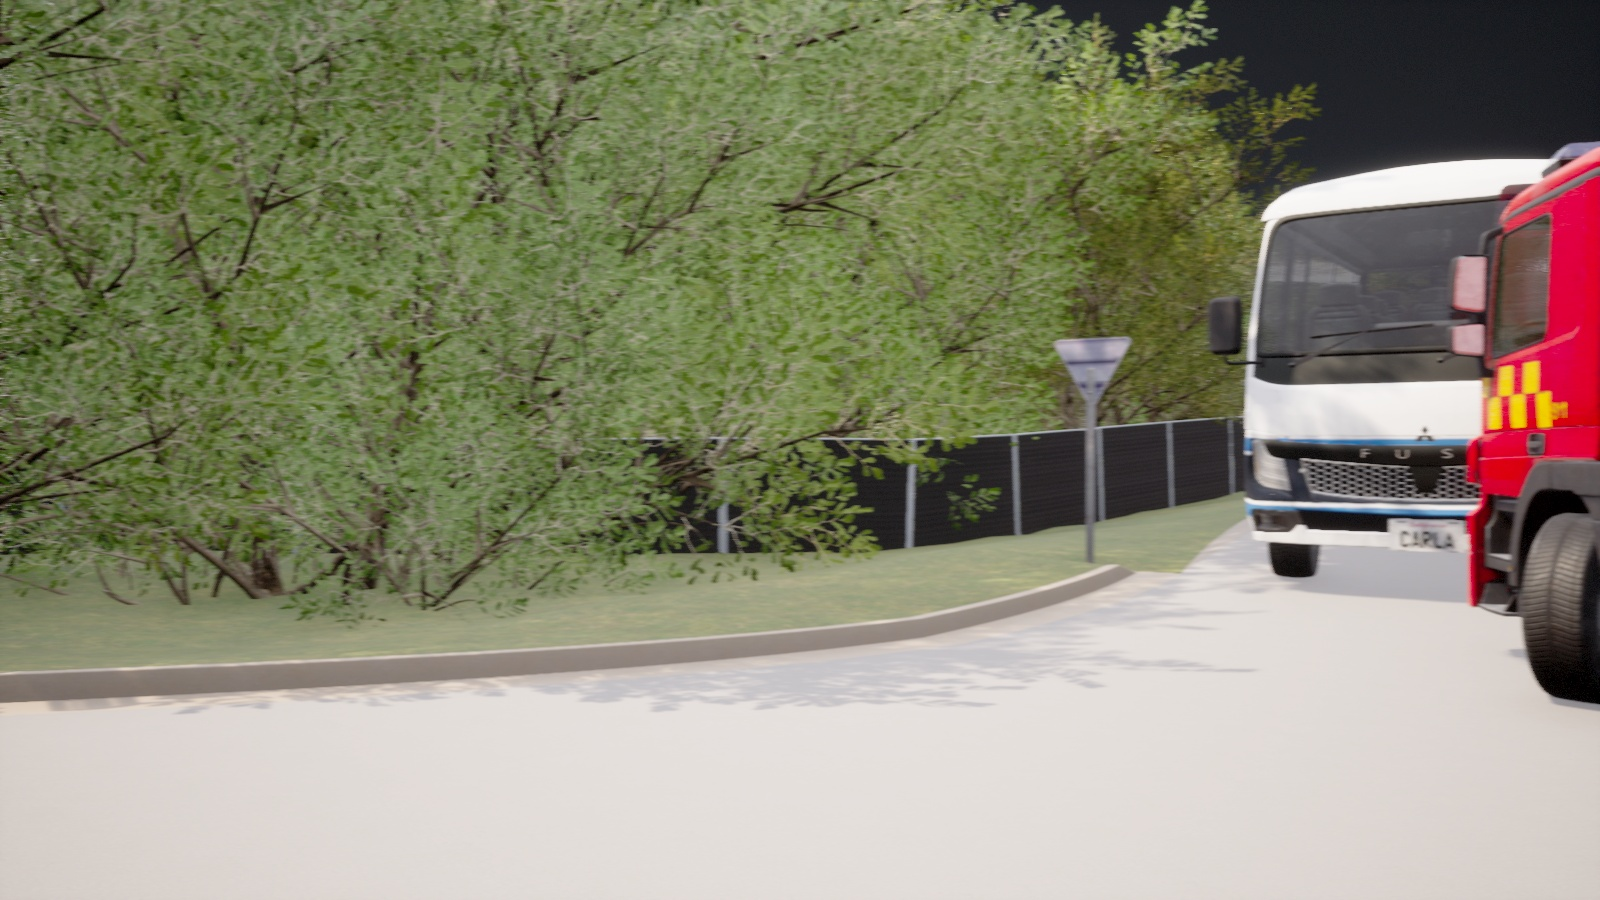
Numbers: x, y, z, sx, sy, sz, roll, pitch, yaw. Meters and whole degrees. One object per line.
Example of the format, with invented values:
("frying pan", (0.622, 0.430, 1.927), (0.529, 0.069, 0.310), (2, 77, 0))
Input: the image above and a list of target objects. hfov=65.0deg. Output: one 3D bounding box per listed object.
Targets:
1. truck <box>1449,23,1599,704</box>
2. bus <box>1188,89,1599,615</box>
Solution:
("truck", (5.606, -0.484, 5.155), (2.891, 3.827, 8.468), (-1, 0, 11))
("bus", (7.943, -1.128, 15.226), (3.944, 4.253, 10.273), (-1, 4, 30))
